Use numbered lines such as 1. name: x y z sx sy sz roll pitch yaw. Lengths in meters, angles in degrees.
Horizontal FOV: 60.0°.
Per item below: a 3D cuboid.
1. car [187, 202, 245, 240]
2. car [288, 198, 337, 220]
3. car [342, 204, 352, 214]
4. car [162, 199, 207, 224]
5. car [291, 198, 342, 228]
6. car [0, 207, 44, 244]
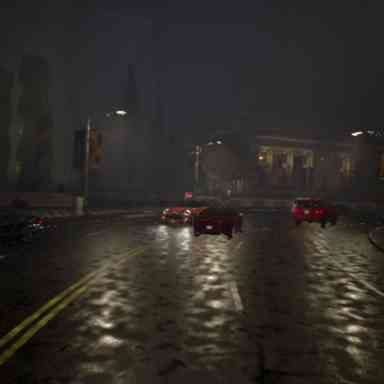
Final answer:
1. car: 1.569 1.516 17.721 1.882 1.535 5.008 2 0 18
2. car: 12.318 1.685 33.753 5.566 2.045 2.150 2 0 -42
3. car: 20.456 2.359 47.058 4.181 1.385 1.994 2 0 -22
4. car: -0.159 1.311 23.017 2.097 1.767 4.553 3 0 27
5. car: 9.671 1.586 25.778 2.150 2.045 5.566 2 0 35
6. car: -7.312 1.225 11.470 2.033 1.411 5.357 2 0 7
